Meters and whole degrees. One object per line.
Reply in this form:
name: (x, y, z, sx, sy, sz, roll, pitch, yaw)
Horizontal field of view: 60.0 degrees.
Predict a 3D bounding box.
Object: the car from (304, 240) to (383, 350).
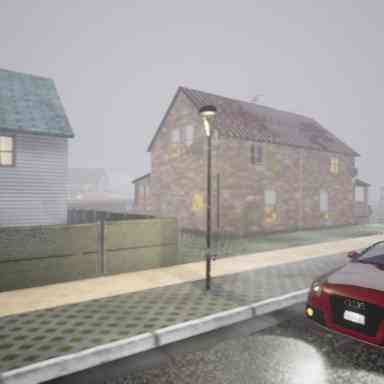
car: (3.868, 1.565, 5.819, 4.181, 1.385, 1.994, 0, 0, -36)
